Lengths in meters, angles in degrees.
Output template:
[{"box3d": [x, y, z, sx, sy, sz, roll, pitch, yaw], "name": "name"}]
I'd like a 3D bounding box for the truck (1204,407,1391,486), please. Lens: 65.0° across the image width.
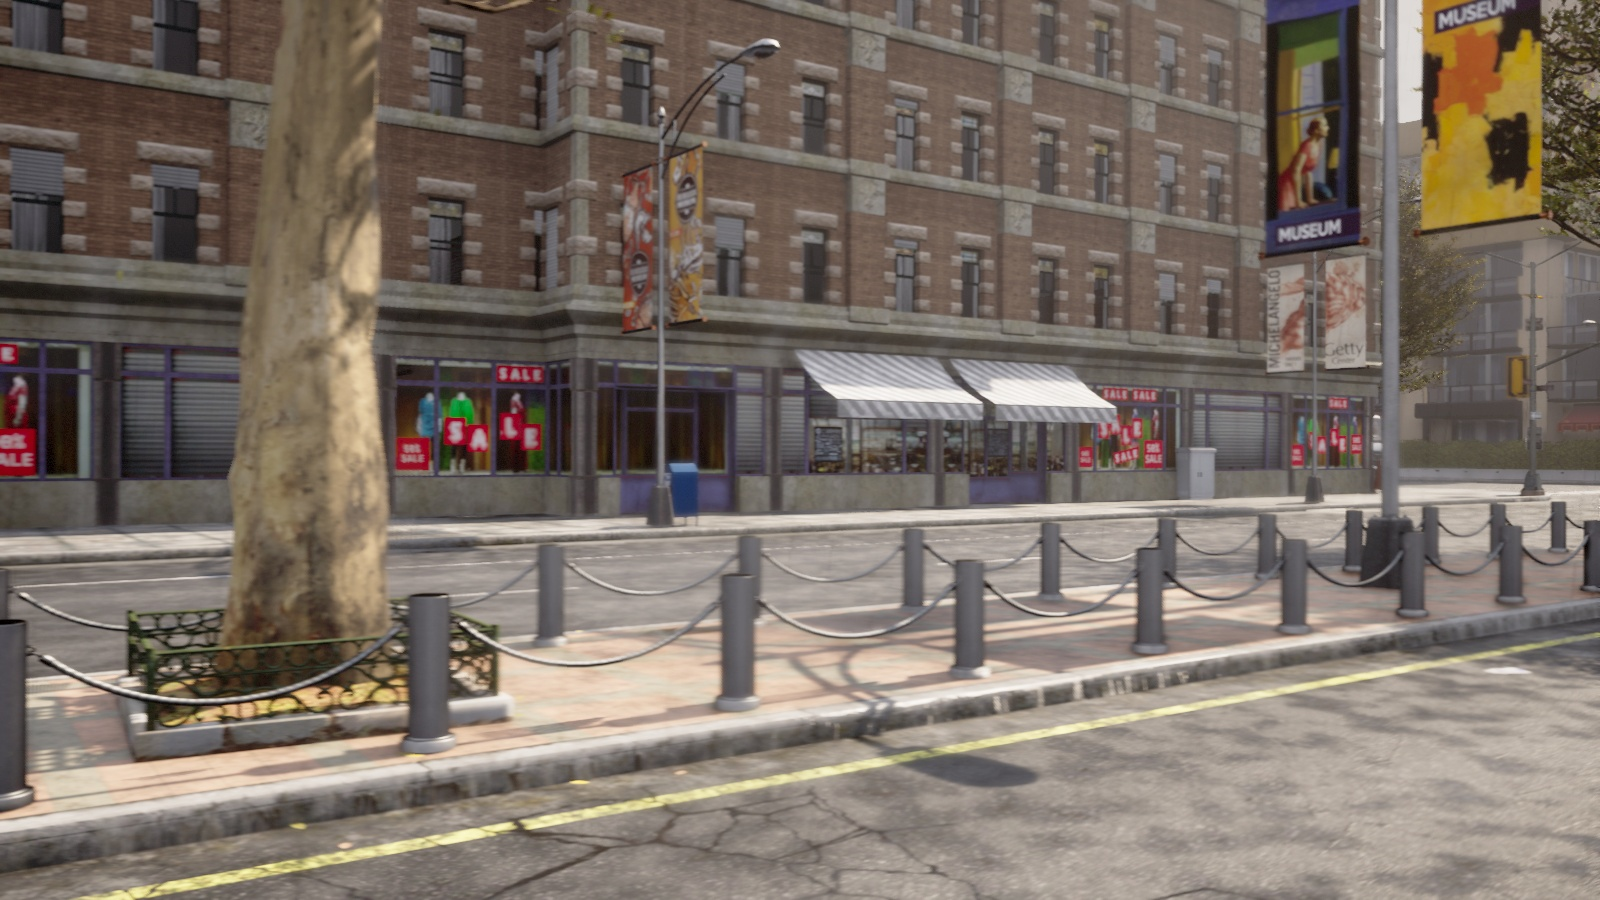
[{"box3d": [23.319, -0.141, 59.293, 2.891, 3.462, 7.936, 0, 0, -35], "name": "truck"}]
